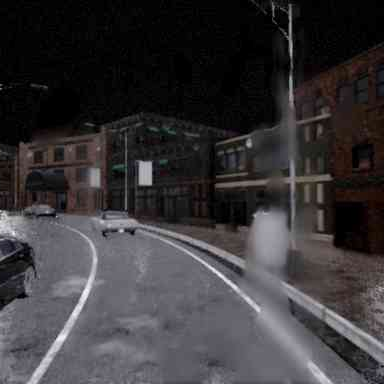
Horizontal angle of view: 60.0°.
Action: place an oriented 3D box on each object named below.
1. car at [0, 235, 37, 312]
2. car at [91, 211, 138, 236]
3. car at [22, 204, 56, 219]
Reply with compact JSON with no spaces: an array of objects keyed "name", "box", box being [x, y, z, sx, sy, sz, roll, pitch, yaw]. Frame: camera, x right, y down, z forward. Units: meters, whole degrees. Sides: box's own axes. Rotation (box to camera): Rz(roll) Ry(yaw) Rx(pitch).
[{"name":"car","box":[-4.222,1.564,5.787,2.128,1.511,4.902,0,0,-9]},{"name":"car","box":[-4.762,1.802,19.801,1.895,1.301,4.718,0,-1,-26]},{"name":"car","box":[-15.405,1.890,33.406,4.181,1.385,1.994,0,-1,42]}]
